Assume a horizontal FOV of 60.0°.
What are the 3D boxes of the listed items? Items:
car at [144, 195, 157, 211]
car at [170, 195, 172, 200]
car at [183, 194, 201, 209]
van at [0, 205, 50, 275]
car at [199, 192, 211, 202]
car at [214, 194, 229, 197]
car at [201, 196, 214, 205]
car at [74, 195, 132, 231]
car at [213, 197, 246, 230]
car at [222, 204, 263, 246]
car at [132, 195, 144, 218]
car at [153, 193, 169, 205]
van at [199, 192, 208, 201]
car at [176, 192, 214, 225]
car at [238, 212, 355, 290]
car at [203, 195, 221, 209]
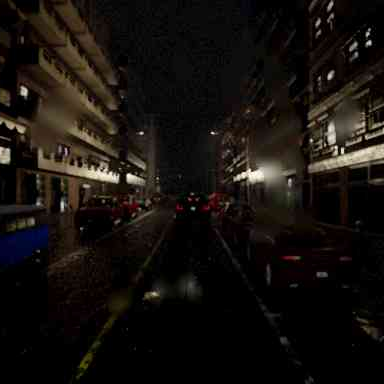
[{"bbox_3d":[-5.363,1.340,36.502,1.947,1.339,4.313,1,0,0],"label":"car"},{"bbox_3d":[-5.438,1.199,75.216,1.802,1.307,4.206,1,0,0],"label":"car"},{"bbox_3d":[0.023,1.099,41.222,2.097,1.767,4.553,0,0,0],"label":"car"},{"bbox_3d":[-5.305,1.282,8.848,1.690,1.788,3.998,1,0,0],"label":"van"},{"bbox_3d":[2.435,0.965,64.113,2.192,1.841,5.009,1,0,0],"label":"car"},{"bbox_3d":[2.499,1.117,30.924,2.192,1.841,5.009,1,0,0],"label":"car"},{"bbox_3d":[2.451,1.274,53.051,1.802,1.307,4.206,1,0,0],"label":"car"},{"bbox_3d":[-5.326,1.185,19.908,2.192,1.841,5.009,1,0,0],"label":"car"},{"bbox_3d":[2.559,1.307,19.863,1.967,1.590,4.097,1,0,0],"label":"car"},{"bbox_3d":[2.560,1.446,14.332,1.887,1.381,4.507,1,0,0],"label":"car"},{"bbox_3d":[-5.336,1.152,25.438,2.192,1.841,5.009,1,0,0],"label":"car"},{"bbox_3d":[-5.389,1.010,53.090,2.192,1.841,5.009,1,0,0],"label":"car"},{"bbox_3d":[2.424,0.972,69.644,1.690,1.788,3.998,1,0,0],"label":"van"},{"bbox_3d":[0.065,1.074,22.525,2.150,2.045,5.566,0,0,0],"label":"car"},{"bbox_3d":[2.571,1.482,8.802,1.887,1.381,4.507,1,0,0],"label":"car"},{"bbox_3d":[2.475,1.183,41.988,1.967,1.590,4.097,1,0,0],"label":"car"}]
